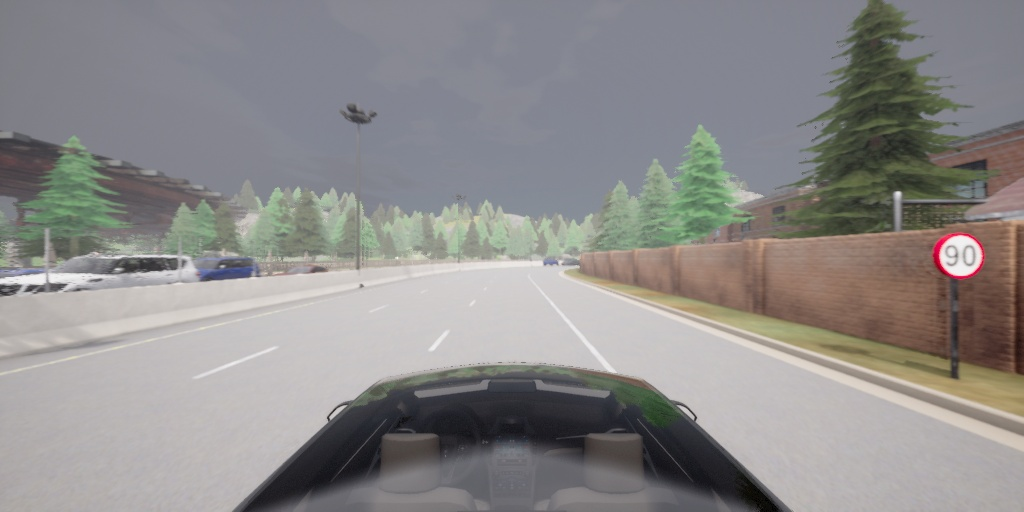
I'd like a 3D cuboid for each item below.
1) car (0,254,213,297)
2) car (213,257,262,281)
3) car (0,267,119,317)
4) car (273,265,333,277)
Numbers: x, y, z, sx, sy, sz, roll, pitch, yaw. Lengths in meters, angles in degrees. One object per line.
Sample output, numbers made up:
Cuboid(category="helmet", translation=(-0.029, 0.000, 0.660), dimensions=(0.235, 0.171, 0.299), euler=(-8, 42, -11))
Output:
Cuboid(category="car", translation=(-13.998, 0.948, 12.567), dimensions=(2.150, 2.045, 5.566), euler=(0, 0, 0))
Cuboid(category="car", translation=(-17.535, 1.085, 21.222), dimensions=(2.150, 2.045, 5.566), euler=(0, 0, 1))
Cuboid(category="car", translation=(-17.498, 1.210, 12.596), dimensions=(1.882, 1.535, 5.008), euler=(0, 0, 0))
Cuboid(category="car", translation=(-14.001, 1.365, 24.355), dimensions=(1.882, 1.535, 5.008), euler=(0, -1, 0))
